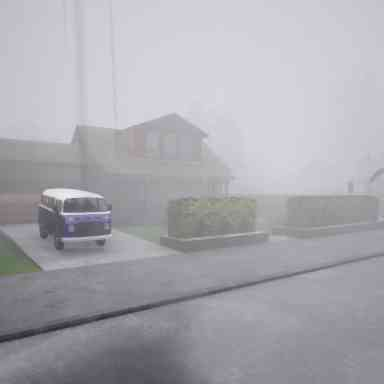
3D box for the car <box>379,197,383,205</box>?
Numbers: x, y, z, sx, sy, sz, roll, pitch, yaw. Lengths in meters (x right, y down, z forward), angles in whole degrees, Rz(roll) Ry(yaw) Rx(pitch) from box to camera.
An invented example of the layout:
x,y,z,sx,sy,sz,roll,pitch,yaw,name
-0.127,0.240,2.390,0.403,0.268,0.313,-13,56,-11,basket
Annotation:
x,y,z,sx,sy,sz,roll,pitch,yaw,name
24.678,0.985,41.408,3.866,1.878,1.905,0,0,0,car
